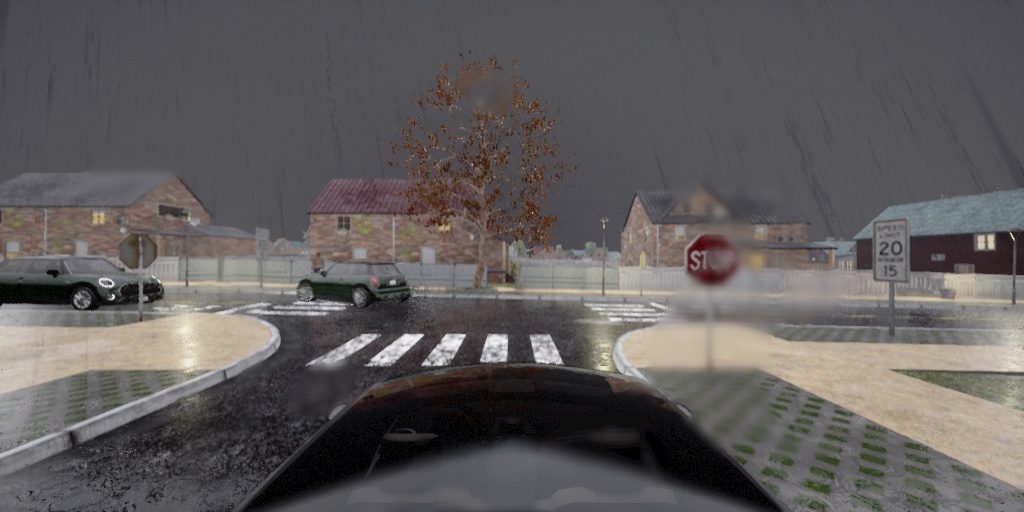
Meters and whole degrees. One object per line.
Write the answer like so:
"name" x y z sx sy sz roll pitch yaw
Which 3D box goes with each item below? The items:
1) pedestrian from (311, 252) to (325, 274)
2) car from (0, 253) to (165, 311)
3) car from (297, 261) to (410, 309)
"pedestrian" -9.697 0.705 17.906 0.375 1.860 0.375 0 -1 0
"car" -14.580 0.804 12.016 4.553 1.767 2.097 1 0 0
"car" -6.345 0.970 14.277 4.553 1.767 2.097 1 0 26
